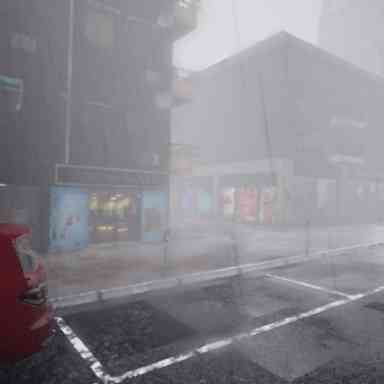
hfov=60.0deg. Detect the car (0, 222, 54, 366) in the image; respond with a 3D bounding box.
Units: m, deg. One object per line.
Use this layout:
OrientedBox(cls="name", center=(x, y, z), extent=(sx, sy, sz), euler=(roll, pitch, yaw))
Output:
OrientedBox(cls="car", center=(-4.002, 1.311, 3.209), extent=(5.009, 1.841, 2.192), euler=(0, 2, -35))
